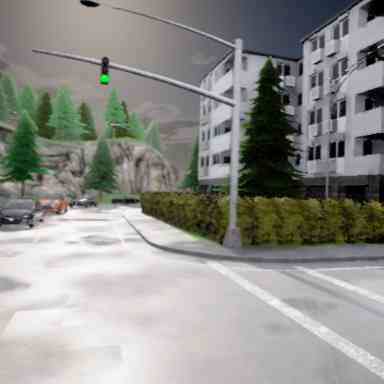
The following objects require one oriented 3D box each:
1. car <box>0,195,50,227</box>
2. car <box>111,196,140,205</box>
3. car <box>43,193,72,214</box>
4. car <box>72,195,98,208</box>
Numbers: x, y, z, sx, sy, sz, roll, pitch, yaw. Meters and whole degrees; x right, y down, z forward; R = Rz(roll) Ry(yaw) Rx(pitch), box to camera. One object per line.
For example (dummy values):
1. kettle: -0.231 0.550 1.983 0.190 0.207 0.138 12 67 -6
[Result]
1. car: -9.843 1.141 19.355 1.837 1.490 4.892 2 0 -15
2. car: -9.678 1.187 48.319 1.895 1.301 4.718 2 0 25
3. car: -11.942 0.901 28.277 2.097 1.767 4.553 2 0 -10
4. car: -12.369 1.080 38.209 1.994 1.385 4.181 2 0 7
